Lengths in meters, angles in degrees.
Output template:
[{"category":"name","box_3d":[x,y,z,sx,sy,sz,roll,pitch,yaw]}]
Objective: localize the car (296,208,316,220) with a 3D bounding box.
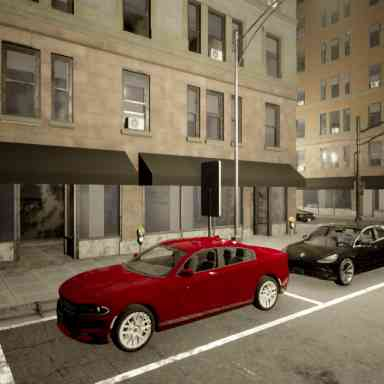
[{"category":"car","box_3d":[6.933,1.614,25.958,2.033,1.411,5.357,0,0,-33]}]

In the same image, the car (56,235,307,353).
[{"category":"car","box_3d":[-0.103,1.545,6.151,4.507,1.381,1.887,0,0,-36]}]

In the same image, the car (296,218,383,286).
[{"category":"car","box_3d":[4.334,1.566,9.420,4.313,1.339,1.947,0,0,-36]}]
